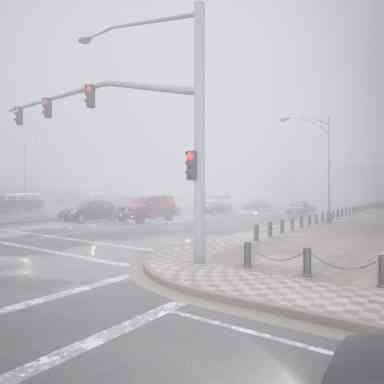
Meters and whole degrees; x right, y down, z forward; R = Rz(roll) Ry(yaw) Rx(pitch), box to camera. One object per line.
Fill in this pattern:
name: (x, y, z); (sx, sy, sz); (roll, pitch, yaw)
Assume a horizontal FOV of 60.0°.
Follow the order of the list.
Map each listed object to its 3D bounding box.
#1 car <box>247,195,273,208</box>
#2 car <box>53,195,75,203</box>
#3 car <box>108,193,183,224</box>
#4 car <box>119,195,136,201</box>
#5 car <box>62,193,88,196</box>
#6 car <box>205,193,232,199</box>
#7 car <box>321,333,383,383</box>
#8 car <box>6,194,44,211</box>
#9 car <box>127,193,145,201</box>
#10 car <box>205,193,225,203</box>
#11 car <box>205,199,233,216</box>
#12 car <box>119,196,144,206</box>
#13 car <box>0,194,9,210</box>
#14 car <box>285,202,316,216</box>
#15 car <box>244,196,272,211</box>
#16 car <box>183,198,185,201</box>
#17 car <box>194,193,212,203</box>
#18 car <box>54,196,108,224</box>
car: (10.547, 1.414, 51.283); (2.097, 1.767, 4.553); (0, 0, 37)
car: (-26.127, 1.439, 67.971); (1.784, 1.438, 3.905); (0, 0, 36)
car: (-3.495, 1.283, 26.159); (2.150, 2.045, 5.566); (0, 0, 36)
car: (-15.814, 1.471, 82.069); (1.970, 1.475, 3.806); (0, 0, 36)
car: (-23.829, 1.228, 66.207); (1.932, 1.855, 4.605); (0, 0, 36)
car: (3.042, 1.284, 41.071); (2.150, 2.045, 5.566); (0, 0, 36)
car: (3.381, 1.547, 1.548); (5.357, 1.411, 2.033); (0, 0, 33)
car: (-23.730, 1.466, 47.520); (1.970, 1.475, 3.806); (0, 0, 36)
car: (-13.486, 1.231, 80.348); (1.905, 1.878, 3.866); (0, 0, 36)
car: (4.664, 1.221, 67.019); (1.932, 1.855, 4.605); (0, 0, 36)
car: (2.252, 1.662, 34.051); (1.895, 1.301, 4.718); (0, 0, 36)
car: (-10.149, 1.465, 56.288); (1.970, 1.475, 3.806); (0, 0, 36)
car: (-26.064, 1.436, 49.232); (1.784, 1.438, 3.905); (0, 0, 36)
car: (11.238, 1.660, 34.164); (1.895, 1.301, 4.718); (0, 0, 36)
car: (8.325, 1.587, 42.364); (1.812, 1.442, 4.674); (0, 0, 36)
car: (-2.976, 1.627, 32.819); (1.994, 1.385, 4.181); (0, 0, 36)
car: (2.362, 1.224, 68.775); (1.905, 1.878, 3.866); (0, 0, 36)
car: (-8.035, 1.415, 25.865); (2.097, 1.767, 4.553); (0, 0, 36)
